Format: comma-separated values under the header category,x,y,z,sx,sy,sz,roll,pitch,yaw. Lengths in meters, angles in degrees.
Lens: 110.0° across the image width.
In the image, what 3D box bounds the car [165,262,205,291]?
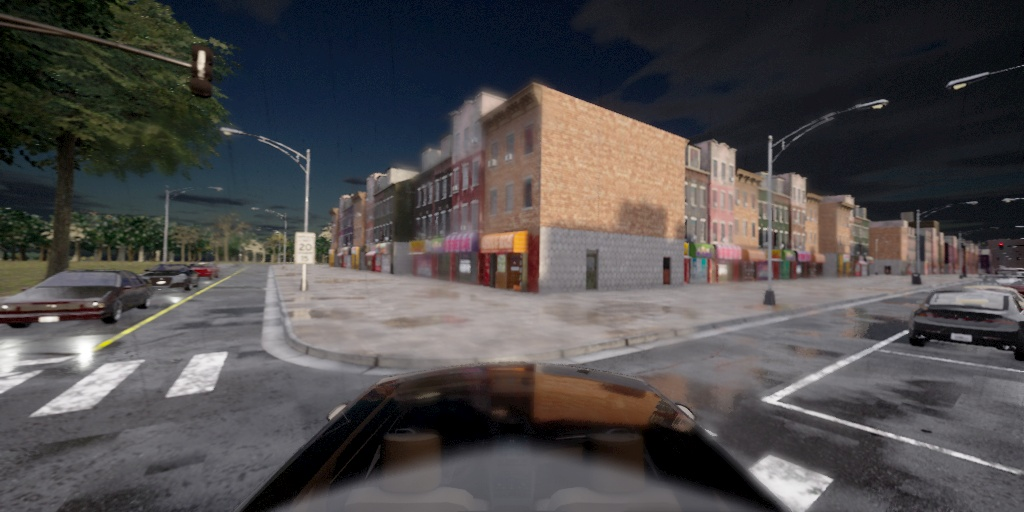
category,x,y,z,sx,sy,sz,roll,pitch,yaw
car,-18.119,1.099,19.049,1.994,1.385,4.181,2,-1,-34

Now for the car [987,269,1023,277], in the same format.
category,x,y,z,sx,sy,sz,roll,pitch,yaw
car,25.067,1.673,18.204,4.097,1.591,1.967,0,0,-34

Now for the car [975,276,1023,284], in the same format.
category,x,y,z,sx,sy,sz,roll,pitch,yaw
car,15.843,1.552,11.894,4.829,1.417,1.751,0,0,-34

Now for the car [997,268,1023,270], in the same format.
category,x,y,z,sx,sy,sz,roll,pitch,yaw
car,34.431,1.762,24.611,5.009,1.841,2.192,0,0,-34

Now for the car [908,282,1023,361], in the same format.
category,x,y,z,sx,sy,sz,roll,pitch,yaw
car,11.020,1.477,8.594,4.403,1.370,2.007,0,0,-34

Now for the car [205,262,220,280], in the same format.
category,x,y,z,sx,sy,sz,roll,pitch,yaw
car,-23.783,1.131,27.460,1.895,1.301,4.718,2,-1,-34

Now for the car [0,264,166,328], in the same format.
category,x,y,z,sx,sy,sz,roll,pitch,yaw
car,-12.544,1.111,10.780,2.033,1.411,5.357,2,-1,-34
